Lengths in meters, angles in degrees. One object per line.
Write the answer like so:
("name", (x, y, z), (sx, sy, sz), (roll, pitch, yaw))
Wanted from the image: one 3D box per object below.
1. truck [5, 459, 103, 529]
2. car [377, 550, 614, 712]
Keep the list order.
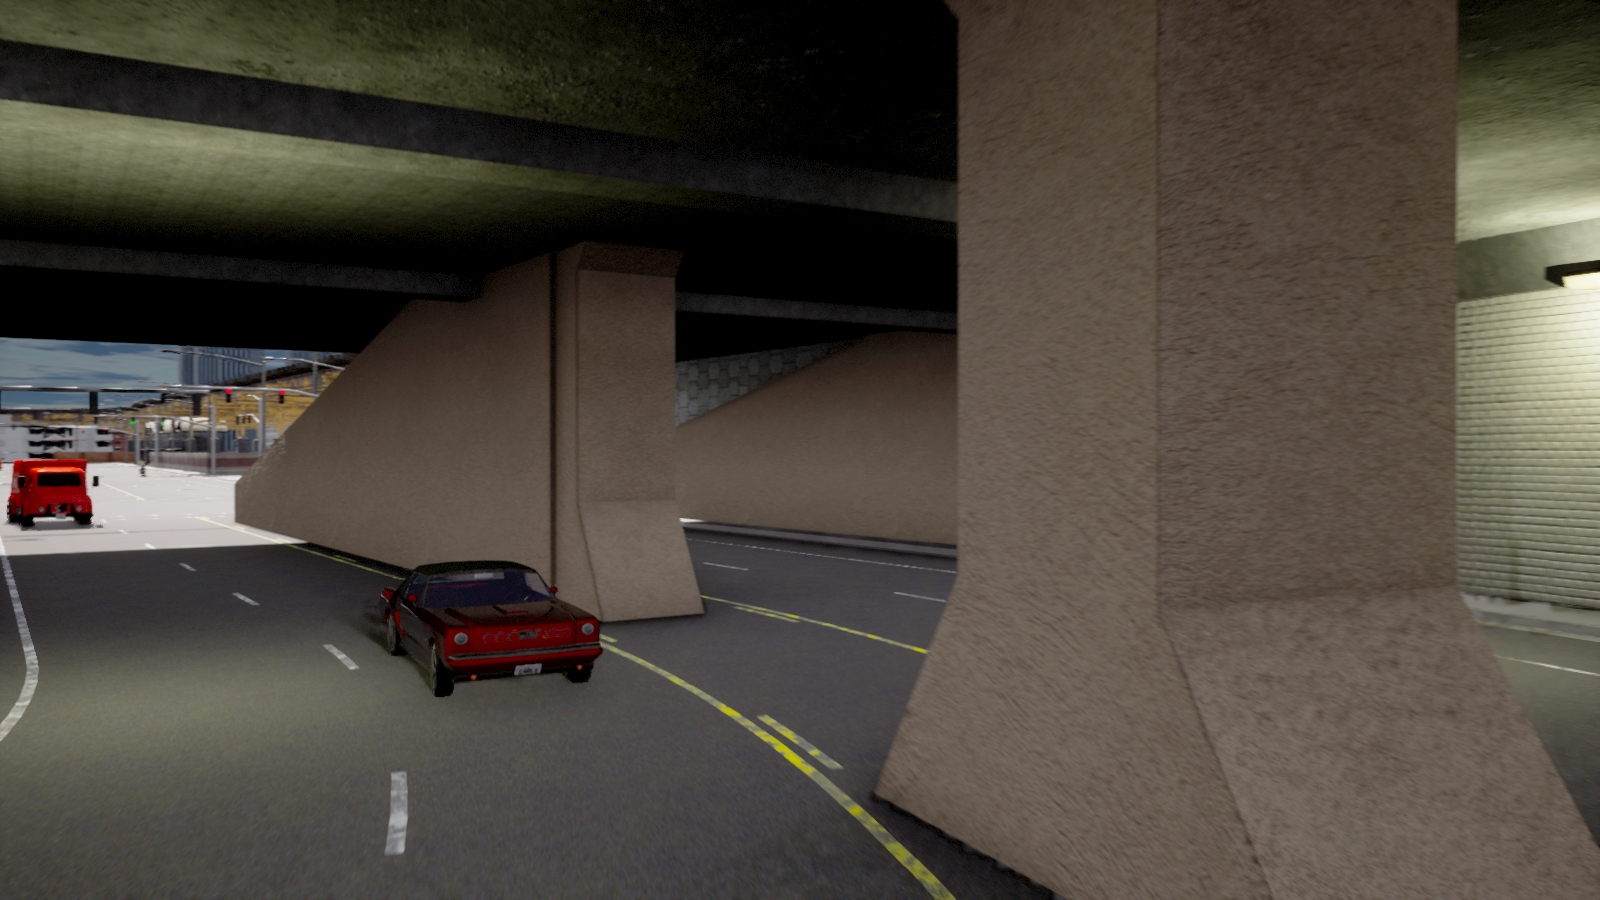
("truck", (-28.393, 1.589, 43.389), (2.627, 2.467, 5.204), (0, 0, -39))
("car", (-4.114, 2.158, 14.789), (1.895, 1.301, 4.718), (0, 0, -29))
